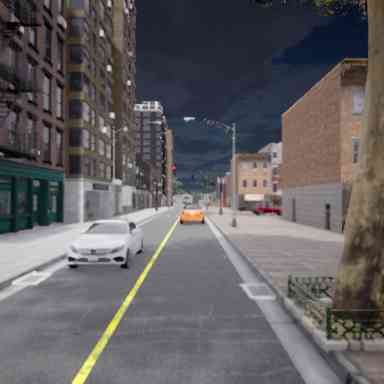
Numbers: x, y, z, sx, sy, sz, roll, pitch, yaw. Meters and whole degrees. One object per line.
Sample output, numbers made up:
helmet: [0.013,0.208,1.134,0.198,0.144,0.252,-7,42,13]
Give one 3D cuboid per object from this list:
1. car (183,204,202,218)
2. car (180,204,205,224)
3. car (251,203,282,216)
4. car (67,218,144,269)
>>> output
car: [0.105,2.223,39.261,1.837,1.490,4.892,0,-1,4]
car: [0.040,1.848,29.533,2.097,1.767,4.553,0,-1,0]
car: [10.769,2.474,46.154,5.009,1.841,2.192,1,-2,0]
car: [-2.860,1.696,11.934,1.812,1.442,4.674,0,-1,0]
